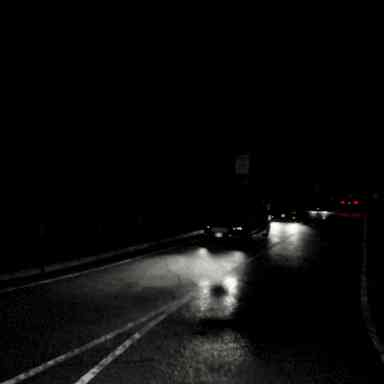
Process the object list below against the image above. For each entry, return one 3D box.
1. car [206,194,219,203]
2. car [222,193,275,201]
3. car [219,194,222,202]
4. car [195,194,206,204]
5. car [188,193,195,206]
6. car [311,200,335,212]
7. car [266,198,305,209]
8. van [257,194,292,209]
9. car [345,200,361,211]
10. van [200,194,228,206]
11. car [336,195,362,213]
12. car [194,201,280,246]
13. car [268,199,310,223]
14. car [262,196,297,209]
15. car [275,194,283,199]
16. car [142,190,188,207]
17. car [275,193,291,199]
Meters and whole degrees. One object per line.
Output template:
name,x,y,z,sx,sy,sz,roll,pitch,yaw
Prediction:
car,1.031,1.375,53.039,5.366,1.575,1.946,1,-1,27
car,6.000,1.142,35.514,4.553,1.767,2.185,1,-1,27
car,2.251,1.459,55.402,5.366,1.575,1.946,1,-1,27
car,-1.395,0.972,47.867,5.566,2.045,2.435,1,-1,27
car,-2.691,1.162,45.387,4.892,1.521,2.231,1,-1,27
car,16.154,1.686,41.631,2.033,1.411,5.357,1,-1,28
car,14.460,1.744,51.504,5.366,1.575,1.946,1,-1,27
van,11.469,1.328,46.358,4.442,1.987,1.878,1,-1,27
car,24.072,1.969,49.658,1.882,1.535,5.008,1,0,28
van,3.808,1.336,57.750,4.442,1.987,1.878,1,-1,27
car,19.266,1.426,40.462,2.150,2.045,5.566,1,-1,28
car,2.179,1.388,15.009,2.128,1.511,4.902,1,1,28
car,7.190,1.445,24.572,1.994,1.385,4.181,1,0,28
car,12.934,1.520,49.015,4.553,1.767,2.185,1,-1,27
car,7.401,1.330,38.203,5.008,1.535,2.097,1,-1,27
car,-3.879,0.855,43.003,5.566,2.045,2.435,1,-1,27
car,8.713,1.140,40.815,5.566,2.045,2.435,1,-1,27
